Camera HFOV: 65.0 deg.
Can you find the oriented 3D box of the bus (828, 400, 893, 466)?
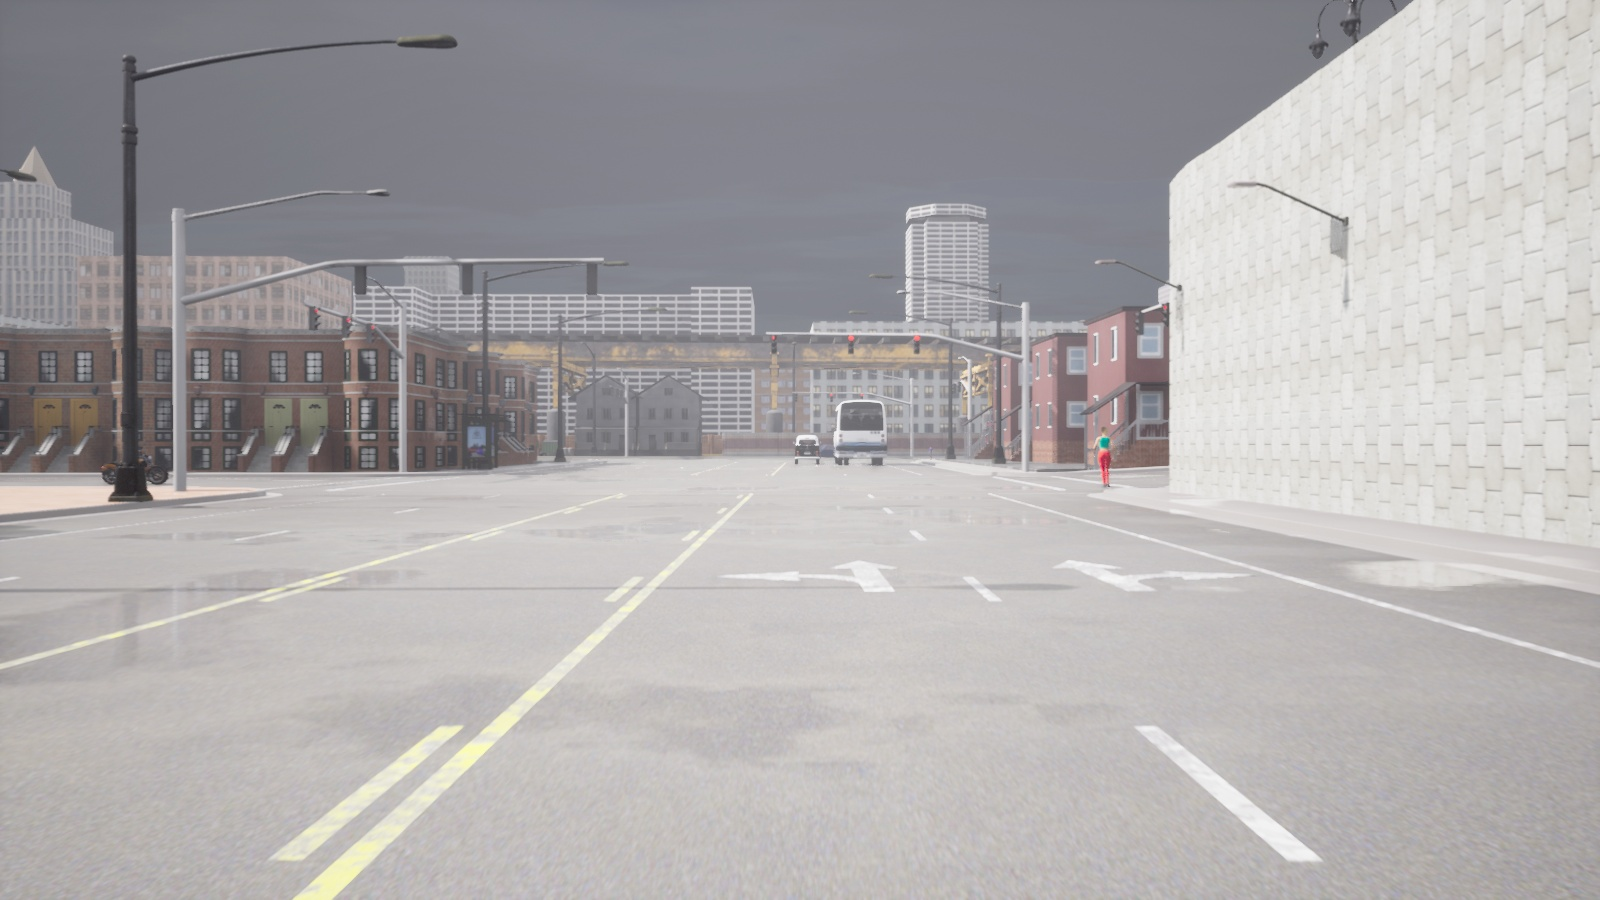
[{"bbox_3d":[4.004,-1.109,85.659,3.944,4.253,10.273,0,0,0],"label":"bus"}]

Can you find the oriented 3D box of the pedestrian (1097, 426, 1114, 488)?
[{"bbox_3d":[9.082,0.199,37.358,0.345,1.836,0.594,0,0,1],"label":"pedestrian"}]

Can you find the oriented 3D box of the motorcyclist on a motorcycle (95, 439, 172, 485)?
[{"bbox_3d":[-23.903,0.424,45.081,2.350,1.649,0.766,0,0,0],"label":"motorcyclist on a motorcycle"}]

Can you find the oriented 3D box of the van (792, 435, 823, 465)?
[{"bbox_3d":[0.517,-0.026,88.016,2.069,2.038,4.480,0,0,0],"label":"van"}]
